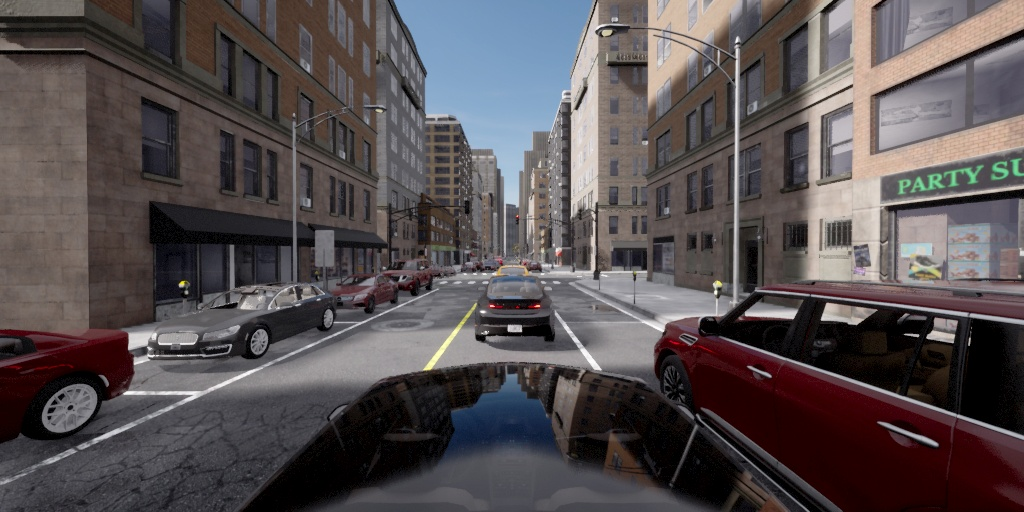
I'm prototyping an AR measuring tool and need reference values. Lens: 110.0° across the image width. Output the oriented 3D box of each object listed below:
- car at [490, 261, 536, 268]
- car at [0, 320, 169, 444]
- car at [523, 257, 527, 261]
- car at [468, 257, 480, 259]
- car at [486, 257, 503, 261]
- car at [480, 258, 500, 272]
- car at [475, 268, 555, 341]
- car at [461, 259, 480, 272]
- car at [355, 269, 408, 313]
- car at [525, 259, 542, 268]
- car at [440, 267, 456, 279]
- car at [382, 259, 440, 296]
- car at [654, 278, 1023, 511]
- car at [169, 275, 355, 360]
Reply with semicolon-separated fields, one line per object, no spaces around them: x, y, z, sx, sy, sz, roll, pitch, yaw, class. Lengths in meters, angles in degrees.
0.047;1.228;18.956;1.882;1.535;5.008;0;0;1;car
-5.668;1.294;2.640;1.888;1.381;4.507;0;0;0;car
2.961;1.301;52.130;1.751;1.417;4.829;0;0;0;car
-5.565;1.090;51.952;2.192;1.841;5.009;0;0;0;car
-2.977;1.330;57.222;2.033;1.411;5.357;0;0;0;car
-3.006;1.333;46.795;1.994;1.385;4.181;0;0;0;car
0.079;1.254;9.838;1.837;1.490;4.892;0;0;0;car
-5.577;1.351;46.387;1.802;1.307;4.207;0;0;0;car
-5.644;1.331;13.805;1.802;1.307;4.207;0;0;0;car
2.949;1.351;46.397;1.802;1.307;4.207;0;0;0;car
-7.750;1.344;32.435;5.357;1.411;2.033;0;1;-12;car
-5.633;1.065;19.388;2.192;1.841;5.009;0;0;0;car
2.858;1.064;2.645;2.192;1.841;5.009;0;0;0;car
-5.656;1.299;8.222;2.007;1.370;4.403;0;0;0;car
